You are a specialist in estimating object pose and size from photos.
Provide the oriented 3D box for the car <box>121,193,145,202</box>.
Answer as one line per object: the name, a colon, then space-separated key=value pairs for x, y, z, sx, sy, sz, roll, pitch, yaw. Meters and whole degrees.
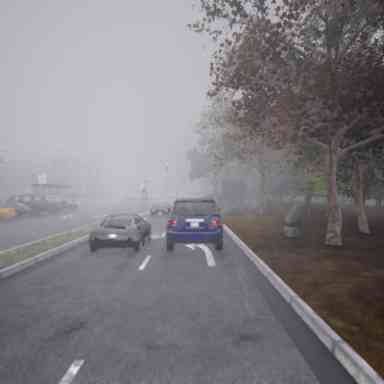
car: x=-14.410 y=1.551 z=79.244 sx=4.792 sy=1.488 sz=2.163 roll=-1 pitch=0 yaw=-15

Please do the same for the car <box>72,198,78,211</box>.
car: x=-16.607 y=1.493 z=41.439 sx=4.553 sy=1.767 sz=2.185 roll=-1 pitch=0 yaw=-19

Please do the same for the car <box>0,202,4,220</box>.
car: x=-16.808 y=1.288 z=23.376 sx=5.566 sy=2.045 sz=2.435 roll=-1 pitch=0 yaw=-20

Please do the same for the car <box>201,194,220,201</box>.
car: x=4.704 y=1.349 z=84.802 sx=4.553 sy=1.767 sz=2.185 roll=1 pitch=0 yaw=-14

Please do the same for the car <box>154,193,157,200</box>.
car: x=-12.973 y=1.547 z=91.199 sx=4.892 sy=1.521 sz=2.231 roll=-1 pitch=-1 yaw=-14

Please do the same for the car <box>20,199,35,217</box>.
car: x=-16.756 y=1.605 z=29.392 sx=4.674 sy=1.452 sz=2.002 roll=-1 pitch=0 yaw=-20

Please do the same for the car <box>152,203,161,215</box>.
car: x=-2.854 y=1.686 z=32.197 sx=1.895 sy=1.301 sz=4.718 roll=0 pitch=0 yaw=0

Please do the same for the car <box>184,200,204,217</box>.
car: x=0.167 y=1.593 z=33.104 sx=1.837 sy=1.490 sz=4.892 roll=0 pitch=0 yaw=0

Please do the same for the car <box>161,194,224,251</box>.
car: x=0.103 y=1.235 z=14.260 sx=2.150 sy=2.045 sz=5.566 roll=0 pitch=0 yaw=0

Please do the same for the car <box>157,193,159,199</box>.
car: x=-12.599 y=1.593 z=94.194 sx=4.674 sy=1.452 sz=2.002 roll=-1 pitch=0 yaw=-13

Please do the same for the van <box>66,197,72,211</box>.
van: x=-16.584 y=1.378 z=38.462 sx=4.442 sy=1.987 sz=1.878 roll=-1 pitch=-1 yaw=-19

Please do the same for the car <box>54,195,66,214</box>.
car: x=-16.701 y=1.340 z=35.425 sx=5.566 sy=2.045 sz=2.435 roll=-1 pitch=-1 yaw=-20

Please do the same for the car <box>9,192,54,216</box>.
car: x=-16.775 y=1.327 z=32.389 sx=5.566 sy=2.045 sz=2.435 roll=-1 pitch=0 yaw=-20

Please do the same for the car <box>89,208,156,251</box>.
car: x=-2.891 y=1.576 z=14.140 sx=1.994 sy=1.385 sz=4.181 roll=0 pitch=0 yaw=0

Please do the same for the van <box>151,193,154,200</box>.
van: x=-13.203 y=1.311 z=88.229 sx=4.442 sy=1.987 sz=1.878 roll=-1 pitch=-1 yaw=-14

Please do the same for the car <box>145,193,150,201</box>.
car: x=-13.764 y=1.517 z=82.236 sx=5.366 sy=1.575 sz=1.946 roll=-1 pitch=-1 yaw=-15

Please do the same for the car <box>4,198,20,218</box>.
car: x=-16.947 y=1.551 z=26.325 sx=5.366 sy=1.575 sz=1.946 roll=-1 pitch=0 yaw=-20

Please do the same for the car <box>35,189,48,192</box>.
car: x=-31.134 y=0.306 z=70.122 sx=2.002 sy=1.452 sz=4.674 roll=6 pitch=-3 yaw=-19

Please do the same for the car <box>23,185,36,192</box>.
car: x=-34.128 y=-0.256 z=70.186 sx=2.435 sy=2.045 sz=5.566 roll=6 pitch=-3 yaw=-19
